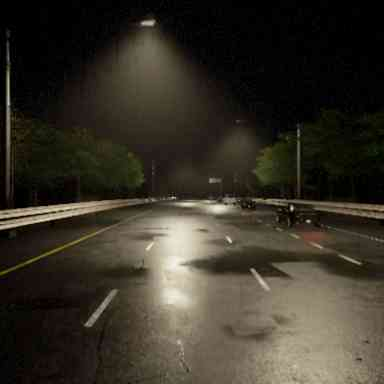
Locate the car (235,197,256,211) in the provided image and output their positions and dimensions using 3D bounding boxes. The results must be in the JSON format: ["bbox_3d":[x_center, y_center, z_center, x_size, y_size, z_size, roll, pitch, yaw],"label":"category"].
[{"bbox_3d":[7.080,1.635,43.319,1.812,1.442,4.674,0,0,0],"label":"car"}]

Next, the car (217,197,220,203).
[{"bbox_3d":[7.336,1.926,83.451,2.097,1.767,4.553,0,-1,0],"label":"car"}]

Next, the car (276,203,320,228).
[{"bbox_3d":[7.017,1.516,22.429,1.837,1.490,4.892,0,0,0],"label":"car"}]

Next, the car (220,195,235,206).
[{"bbox_3d":[7.186,1.534,63.401,2.150,2.045,5.566,0,-1,0],"label":"car"}]
